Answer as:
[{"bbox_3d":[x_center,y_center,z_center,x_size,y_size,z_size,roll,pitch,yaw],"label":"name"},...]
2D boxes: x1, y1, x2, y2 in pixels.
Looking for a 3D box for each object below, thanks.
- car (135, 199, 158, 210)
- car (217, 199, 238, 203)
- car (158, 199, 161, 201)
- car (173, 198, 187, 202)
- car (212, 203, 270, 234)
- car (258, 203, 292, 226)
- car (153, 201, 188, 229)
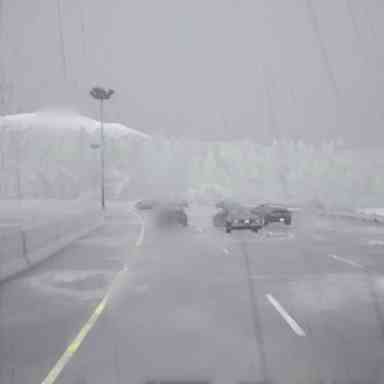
[{"bbox_3d":[-6.921,1.888,48.012,2.033,1.411,5.357,-1,0,-20],"label":"car"},{"bbox_3d":[4.743,1.701,45.467,2.033,1.411,5.357,-1,0,-18],"label":"car"},{"bbox_3d":[-6.196,1.872,55.287,1.837,1.490,4.892,0,0,-21],"label":"car"},{"bbox_3d":[-2.170,1.793,54.511,2.128,1.511,4.902,-1,0,-20],"label":"car"},{"bbox_3d":[2.526,1.608,19.865,2.033,1.411,5.357,-1,0,-8],"label":"car"},{"bbox_3d":[5.431,1.542,23.702,1.837,1.490,4.892,0,0,-8],"label":"car"},{"bbox_3d":[-1.457,1.640,22.889,1.837,1.490,4.892,0,0,-9],"label":"car"}]
